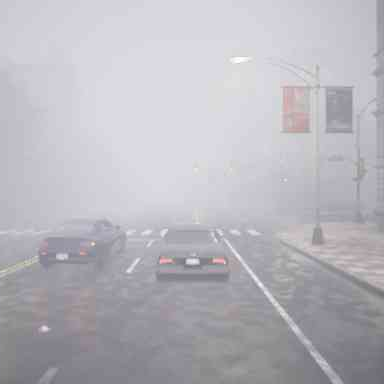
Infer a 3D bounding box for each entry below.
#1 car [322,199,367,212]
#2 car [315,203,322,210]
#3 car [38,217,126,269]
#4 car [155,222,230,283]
[{"bbox_3d":[19.083,1.714,41.093,4.674,1.442,1.812,0,0,0],"label":"car"},{"bbox_3d":[19.065,1.709,44.586,4.892,1.490,1.837,0,0,0],"label":"car"},{"bbox_3d":[-3.503,1.578,11.258,1.812,1.442,4.674,0,0,0],"label":"car"},{"bbox_3d":[0.004,1.593,9.850,2.033,1.411,5.357,0,0,0],"label":"car"}]
